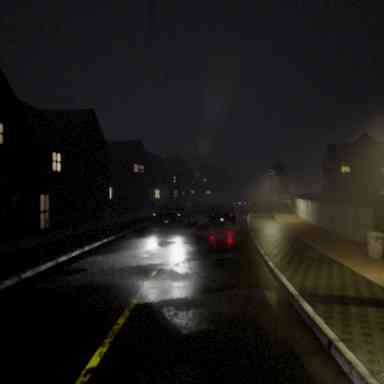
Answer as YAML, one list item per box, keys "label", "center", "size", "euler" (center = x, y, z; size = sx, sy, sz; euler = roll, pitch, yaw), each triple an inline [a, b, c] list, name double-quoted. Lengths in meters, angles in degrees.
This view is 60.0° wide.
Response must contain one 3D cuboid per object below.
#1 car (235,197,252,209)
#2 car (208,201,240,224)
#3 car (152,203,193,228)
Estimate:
- label: "car"
  center: [6.442, 1.394, 42.307]
  size: [2.033, 1.411, 5.357]
  euler: [0, 0, 16]
- label: "car"
  center: [2.399, 1.568, 24.855]
  size: [1.895, 1.301, 4.718]
  euler: [0, 0, 9]
- label: "car"
  center: [-1.153, 1.379, 21.234]
  size: [1.895, 1.301, 4.718]
  euler: [0, 0, 8]
